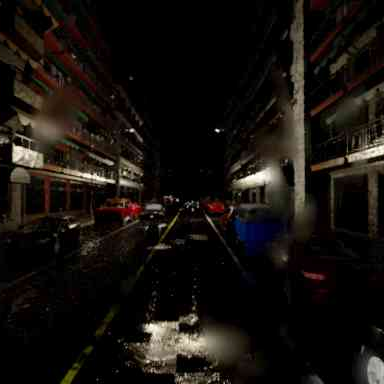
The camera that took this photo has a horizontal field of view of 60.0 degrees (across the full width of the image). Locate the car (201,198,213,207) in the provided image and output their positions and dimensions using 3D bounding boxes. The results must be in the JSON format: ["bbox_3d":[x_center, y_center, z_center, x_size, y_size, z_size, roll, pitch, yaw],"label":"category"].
[{"bbox_3d":[2.689,1.851,58.995,1.887,1.381,4.507,1,0,0],"label":"car"}]

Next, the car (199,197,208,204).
[{"bbox_3d":[2.686,1.941,76.084,1.887,1.381,4.507,1,0,0],"label":"car"}]

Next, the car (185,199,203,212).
[{"bbox_3d":[0.090,1.816,41.516,1.895,1.301,4.718,0,0,0],"label":"car"}]

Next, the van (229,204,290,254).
[{"bbox_3d":[2.704,1.411,13.427,1.690,1.788,3.998,1,0,0],"label":"van"}]

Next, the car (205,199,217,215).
[{"bbox_3d":[2.694,1.770,36.210,1.802,1.307,4.206,1,0,0],"label":"car"}]

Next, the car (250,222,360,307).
[{"bbox_3d":[2.701,1.622,7.729,1.802,1.307,4.206,1,0,0],"label":"car"}]

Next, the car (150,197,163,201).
[{"bbox_3d":[-5.662,1.772,47.369,1.752,1.417,4.829,1,0,0],"label":"car"}]

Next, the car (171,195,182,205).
[{"bbox_3d":[-3.017,1.929,68.167,1.994,1.385,4.181,0,0,0],"label":"car"}]

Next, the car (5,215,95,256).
[{"bbox_3d":[-5.681,1.621,13.361,2.008,1.369,4.403,1,0,0],"label":"car"}]

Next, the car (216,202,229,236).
[{"bbox_3d":[2.700,1.540,19.122,1.967,1.590,4.097,1,0,0],"label":"car"}]

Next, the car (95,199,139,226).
[{"bbox_3d":[-5.679,1.444,24.756,2.192,1.841,5.009,1,0,0],"label":"car"}]

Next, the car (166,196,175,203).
[{"bbox_3d":[-5.662,1.897,87.414,1.967,1.590,4.097,1,0,0],"label":"car"}]

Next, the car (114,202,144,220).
[{"bbox_3d":[-5.685,1.703,30.451,1.887,1.381,4.507,1,0,0],"label":"car"}]

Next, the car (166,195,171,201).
[{"bbox_3d":[-5.659,1.887,64.628,2.008,1.369,4.403,1,0,0],"label":"car"}]

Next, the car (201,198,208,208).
[{"bbox_3d":[2.691,1.822,53.299,1.887,1.381,4.507,1,0,0],"label":"car"}]

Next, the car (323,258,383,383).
[{"bbox_3d":[2.702,1.562,2.033,2.008,1.369,4.403,1,0,0],"label":"car"}]

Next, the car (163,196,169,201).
[{"bbox_3d":[-5.658,1.851,58.932,1.887,1.381,4.507,1,0,0],"label":"car"}]

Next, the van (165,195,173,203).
[{"bbox_3d":[-5.659,1.768,81.718,1.690,1.788,3.998,1,0,0],"label":"van"}]

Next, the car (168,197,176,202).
[{"bbox_3d":[-5.666,2.037,93.110,2.008,1.369,4.403,1,0,0],"label":"car"}]

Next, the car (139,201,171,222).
[{"bbox_3d":[-3.104,1.707,27.614,1.994,1.385,4.181,0,0,0],"label":"car"}]
